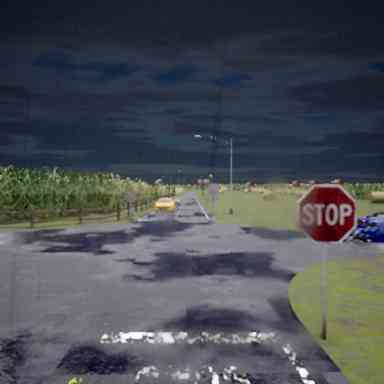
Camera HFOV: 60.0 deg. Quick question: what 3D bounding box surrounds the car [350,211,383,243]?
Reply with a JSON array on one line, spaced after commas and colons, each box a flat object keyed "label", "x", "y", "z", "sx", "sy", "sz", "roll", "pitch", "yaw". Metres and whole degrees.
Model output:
[{"label": "car", "x": 9.333, "y": 1.503, "z": 14.173, "sx": 5.008, "sy": 1.535, "sz": 1.882, "roll": 0, "pitch": 0, "yaw": -7}]

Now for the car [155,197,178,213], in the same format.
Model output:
[{"label": "car", "x": -2.879, "y": 1.404, "z": 35.852, "sx": 1.882, "sy": 1.535, "sz": 5.008, "roll": 0, "pitch": 0, "yaw": 0}]

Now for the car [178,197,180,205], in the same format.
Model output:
[{"label": "car", "x": -2.888, "y": 1.470, "z": 53.446, "sx": 1.895, "sy": 1.301, "sz": 4.718, "roll": 0, "pitch": 0, "yaw": 0}]
